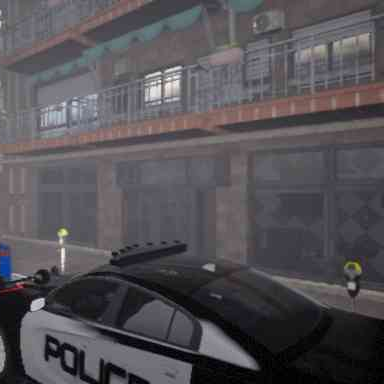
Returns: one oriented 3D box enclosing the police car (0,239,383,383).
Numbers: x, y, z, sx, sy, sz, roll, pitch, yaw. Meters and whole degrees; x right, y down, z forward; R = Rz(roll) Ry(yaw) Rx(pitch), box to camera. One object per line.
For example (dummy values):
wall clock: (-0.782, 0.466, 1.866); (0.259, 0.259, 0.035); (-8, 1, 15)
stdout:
police car: (-0.590, 1.416, 3.835); (5.238, 1.638, 1.930); (0, 0, 35)
